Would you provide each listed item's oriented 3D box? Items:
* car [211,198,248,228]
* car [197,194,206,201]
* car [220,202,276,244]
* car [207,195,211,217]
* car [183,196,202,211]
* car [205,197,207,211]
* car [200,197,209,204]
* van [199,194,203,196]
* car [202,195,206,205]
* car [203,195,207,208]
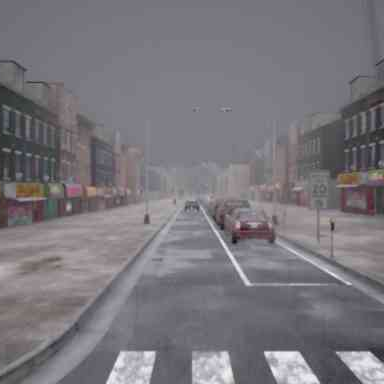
[{"bbox_3d":[2.629,1.350,21.365,2.192,1.841,5.009,0,0,0],"label":"car"},{"bbox_3d":[2.616,1.588,91.596,2.192,1.841,5.009,-1,0,0],"label":"car"},{"bbox_3d":[2.631,1.466,15.962,1.967,1.590,4.097,0,0,0],"label":"car"},{"bbox_3d":[2.628,1.360,26.767,2.192,1.841,5.009,0,0,0],"label":"car"},{"bbox_3d":[-0.003,1.575,41.018,1.837,1.490,4.892,0,0,0],"label":"car"},{"bbox_3d":[2.628,1.496,32.169,1.967,1.590,4.097,0,0,0],"label":"car"},{"bbox_3d":[2.622,1.759,69.986,1.802,1.307,4.206,0,0,0],"label":"car"},{"bbox_3d":[2.622,1.477,59.182,1.690,1.788,3.998,0,0,0],"label":"van"},{"bbox_3d":[2.625,1.626,48.546,1.752,1.417,4.829,0,0,0],"label":"car"},{"bbox_3d":[2.627,1.510,37.572,1.967,1.590,4.097,0,0,0],"label":"car"}]
